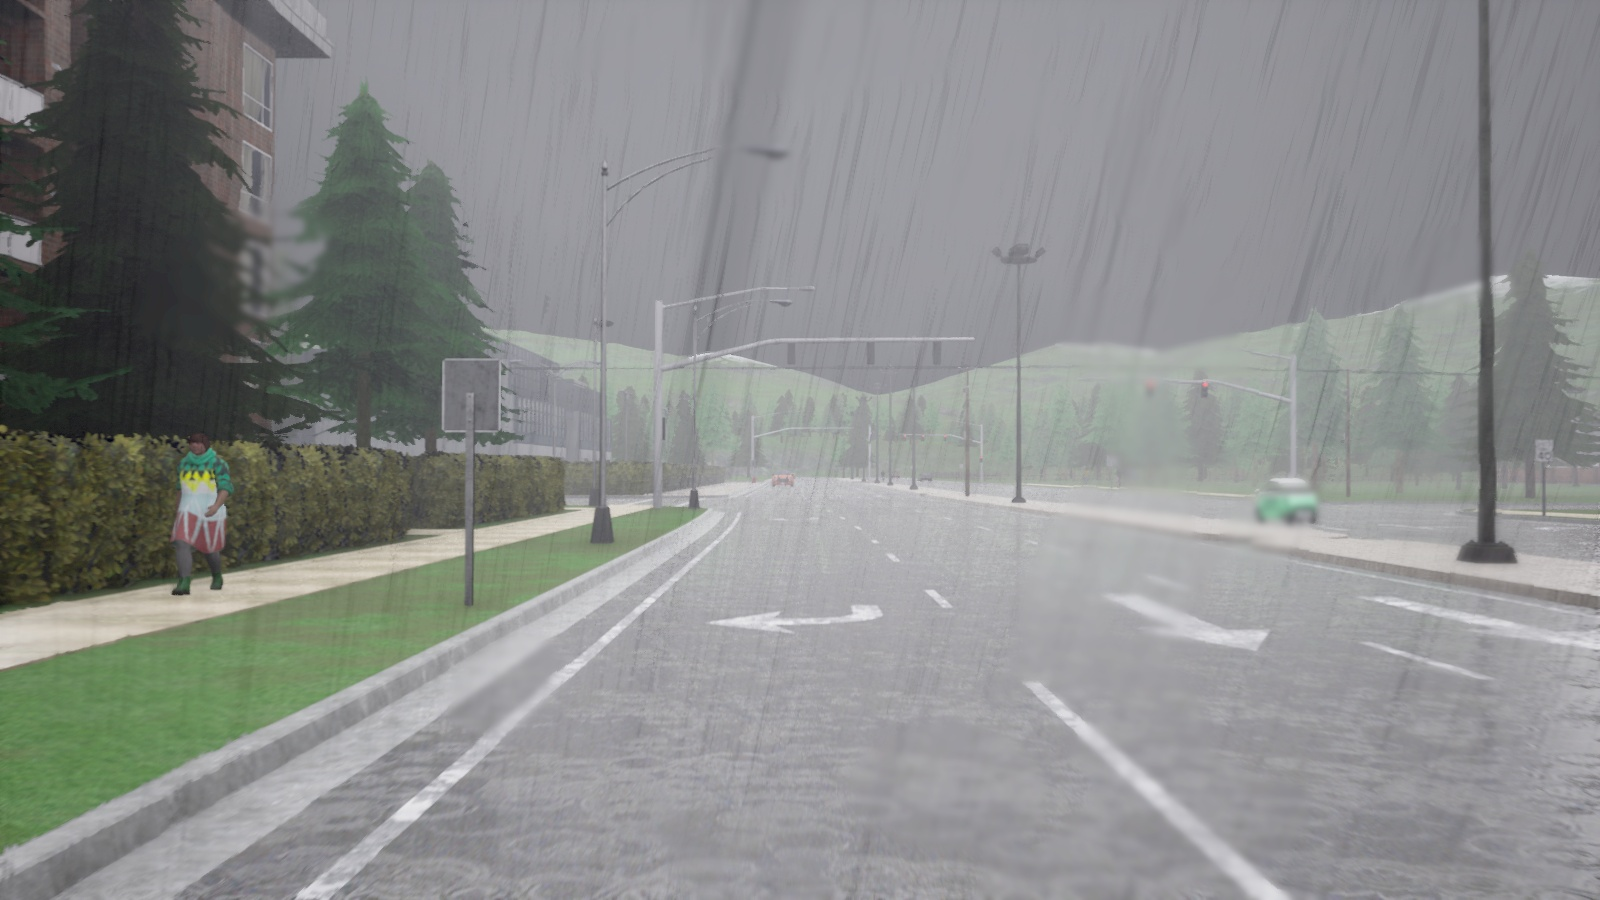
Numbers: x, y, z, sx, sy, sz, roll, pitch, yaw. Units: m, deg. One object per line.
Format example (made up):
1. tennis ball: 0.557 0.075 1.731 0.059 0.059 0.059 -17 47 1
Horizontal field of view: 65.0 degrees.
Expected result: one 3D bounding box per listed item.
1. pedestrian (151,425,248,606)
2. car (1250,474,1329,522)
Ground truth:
1. pedestrian: -6.680 0.715 14.009 0.659 1.952 0.873 0 -1 0
2. car: 14.793 1.446 38.027 1.481 1.376 2.207 0 0 -1
